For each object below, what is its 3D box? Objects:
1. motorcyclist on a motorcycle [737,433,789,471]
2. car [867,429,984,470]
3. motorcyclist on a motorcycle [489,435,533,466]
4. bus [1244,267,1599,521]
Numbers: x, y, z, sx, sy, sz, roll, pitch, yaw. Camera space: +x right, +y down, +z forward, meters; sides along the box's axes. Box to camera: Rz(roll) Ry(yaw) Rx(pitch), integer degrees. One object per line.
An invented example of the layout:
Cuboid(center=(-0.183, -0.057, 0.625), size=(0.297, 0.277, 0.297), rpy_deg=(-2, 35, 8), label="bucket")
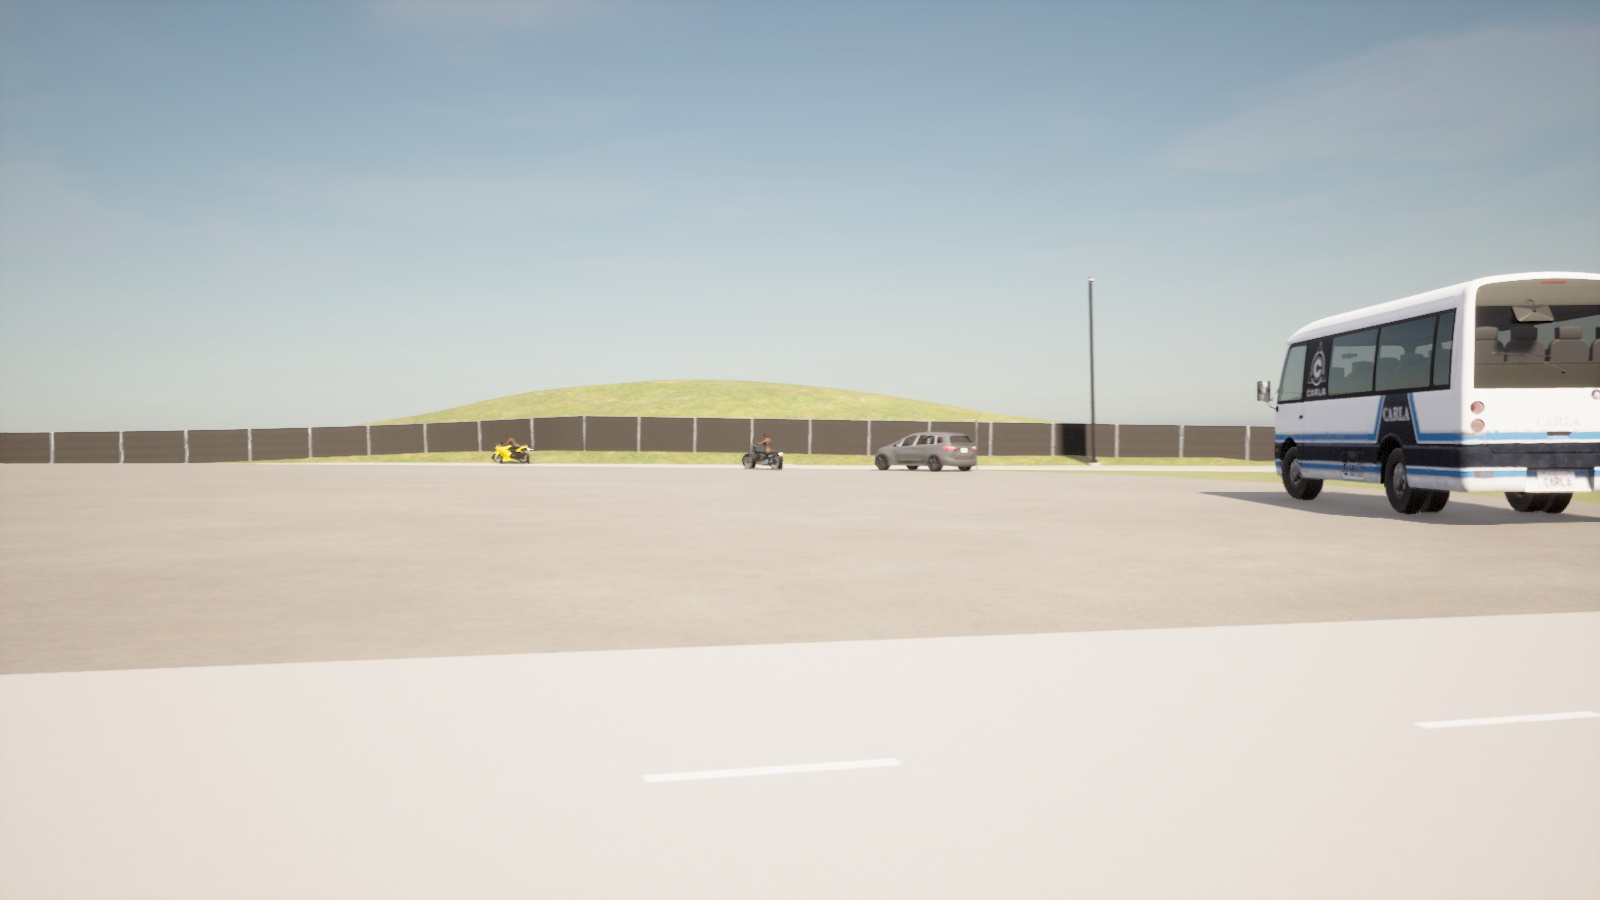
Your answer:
Cuboid(center=(-1.634, 0.077, 54.958), size=(2.350, 1.649, 0.766), rpy_deg=(0, 1, 42), label="motorcyclist on a motorcycle")
Cuboid(center=(5.302, -0.037, 53.332), size=(2.242, 1.667, 4.611), rpy_deg=(0, 1, -43), label="car")
Cuboid(center=(-14.680, 0.026, 63.765), size=(2.044, 1.523, 0.797), rpy_deg=(0, 1, 10), label="motorcyclist on a motorcycle")
Cuboid(center=(12.925, -0.993, 26.399), size=(3.944, 4.253, 10.273), rpy_deg=(-1, 0, 3), label="bus")
